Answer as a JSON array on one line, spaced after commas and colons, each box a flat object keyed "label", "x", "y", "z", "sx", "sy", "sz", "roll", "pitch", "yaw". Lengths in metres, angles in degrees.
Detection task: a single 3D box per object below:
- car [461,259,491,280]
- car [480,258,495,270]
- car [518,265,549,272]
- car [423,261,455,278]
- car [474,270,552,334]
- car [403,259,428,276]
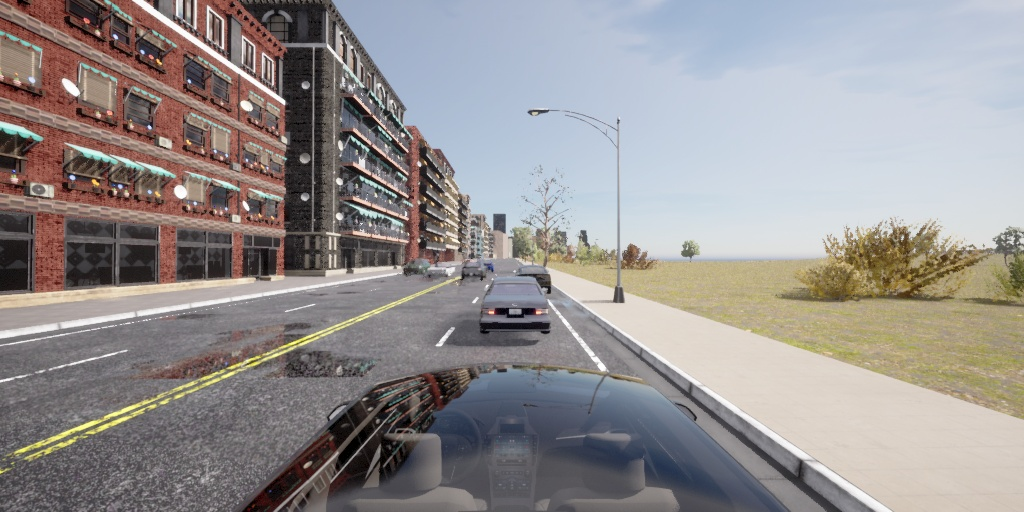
[{"label": "car", "x": -3.189, "y": 1.242, "z": 30.645, "sx": 2.128, "sy": 1.511, "sz": 4.902, "roll": 0, "pitch": 0, "yaw": 0}, {"label": "car", "x": -3.207, "y": 1.229, "z": 45.012, "sx": 1.882, "sy": 1.535, "sz": 5.008, "roll": 0, "pitch": 0, "yaw": -1}, {"label": "car", "x": 1.112, "y": 1.230, "z": 20.371, "sx": 1.882, "sy": 1.535, "sz": 5.008, "roll": 0, "pitch": 0, "yaw": 0}, {"label": "car", "x": -6.643, "y": 1.353, "z": 33.824, "sx": 1.895, "sy": 1.301, "sz": 4.718, "roll": 0, "pitch": 0, "yaw": 0}, {"label": "car", "x": 0.091, "y": 1.299, "z": 10.607, "sx": 2.033, "sy": 1.411, "sz": 5.357, "roll": 0, "pitch": 0, "yaw": 0}, {"label": "car", "x": -9.898, "y": 1.104, "z": 37.730, "sx": 2.097, "sy": 1.767, "sz": 4.553, "roll": 0, "pitch": 0, "yaw": 0}]
